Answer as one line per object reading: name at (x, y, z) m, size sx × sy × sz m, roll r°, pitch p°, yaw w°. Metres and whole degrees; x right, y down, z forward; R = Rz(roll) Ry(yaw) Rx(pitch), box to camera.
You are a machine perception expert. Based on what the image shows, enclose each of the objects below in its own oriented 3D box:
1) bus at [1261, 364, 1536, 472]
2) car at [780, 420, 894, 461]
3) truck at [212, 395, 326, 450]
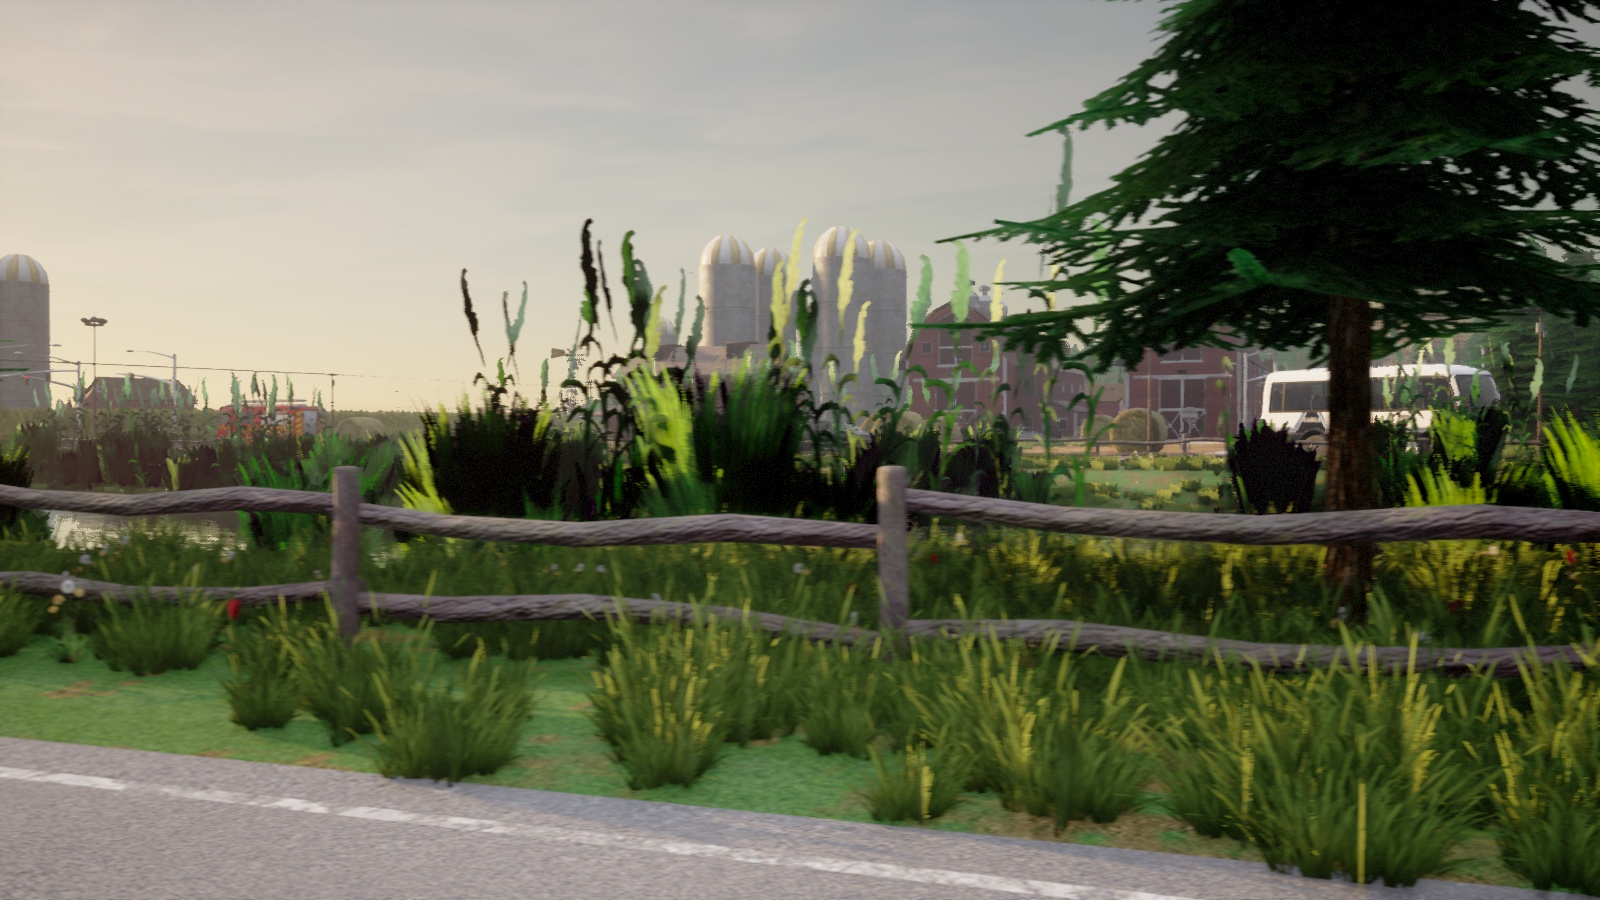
bus at (25.828, -1.358, 54.943) m, size 3.944 × 4.253 × 10.273 m, roll -1°, pitch 1°, yaw -33°
car at (1.928, -0.533, 65.654) m, size 5.566 × 2.045 × 2.150 m, roll 1°, pitch 1°, yaw 28°
truck at (-38.539, -1.975, 90.990) m, size 8.468 × 3.827 × 2.891 m, roll 1°, pitch 1°, yaw 28°
